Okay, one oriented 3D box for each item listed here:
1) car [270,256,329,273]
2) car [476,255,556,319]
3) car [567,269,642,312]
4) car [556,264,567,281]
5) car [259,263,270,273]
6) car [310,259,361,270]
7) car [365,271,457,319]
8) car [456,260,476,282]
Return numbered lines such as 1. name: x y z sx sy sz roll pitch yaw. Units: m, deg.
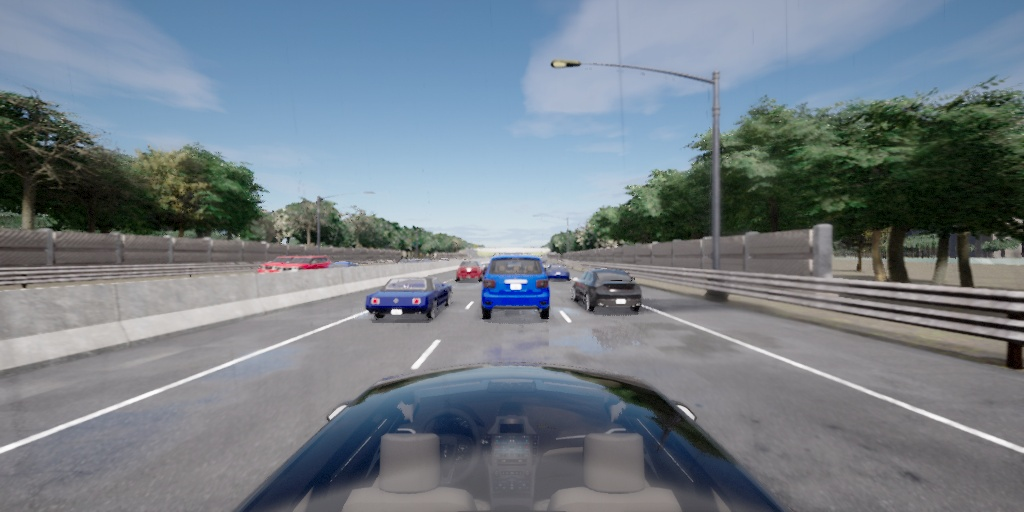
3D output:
1. car: -17.491 0.997 30.572 2.150 2.045 5.566 0 0 0
2. car: 0.119 0.982 13.034 2.150 2.045 5.566 0 0 0
3. car: 3.624 1.267 14.331 1.837 1.490 4.892 0 0 0
4. car: 3.701 1.342 30.526 1.994 1.385 4.181 0 0 0
5. car: -20.961 1.002 33.585 2.150 2.045 5.566 0 0 1
6. car: -13.999 1.253 29.379 1.882 1.535 5.008 0 0 0
7. car: -3.381 1.361 12.759 1.895 1.301 4.718 0 0 0
8. car: -3.304 1.129 29.735 2.097 1.767 4.553 0 0 0
